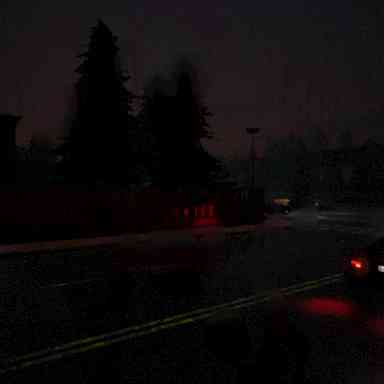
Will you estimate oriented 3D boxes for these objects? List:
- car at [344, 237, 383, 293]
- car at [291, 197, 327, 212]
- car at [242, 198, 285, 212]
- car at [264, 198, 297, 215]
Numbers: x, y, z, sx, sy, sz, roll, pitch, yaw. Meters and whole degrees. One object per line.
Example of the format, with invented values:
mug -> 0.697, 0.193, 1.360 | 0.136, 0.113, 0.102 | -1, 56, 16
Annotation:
car -> 5.788, 1.547, 7.900 | 5.357, 1.411, 2.033 | 0, 0, -35
car -> 13.238, 1.351, 38.479 | 2.097, 1.767, 4.553 | 0, 0, -35
car -> 8.393, 1.477, 39.276 | 1.882, 1.535, 5.008 | 0, 0, -35
car -> 7.891, 1.601, 33.914 | 1.895, 1.301, 4.718 | 0, 0, -35
